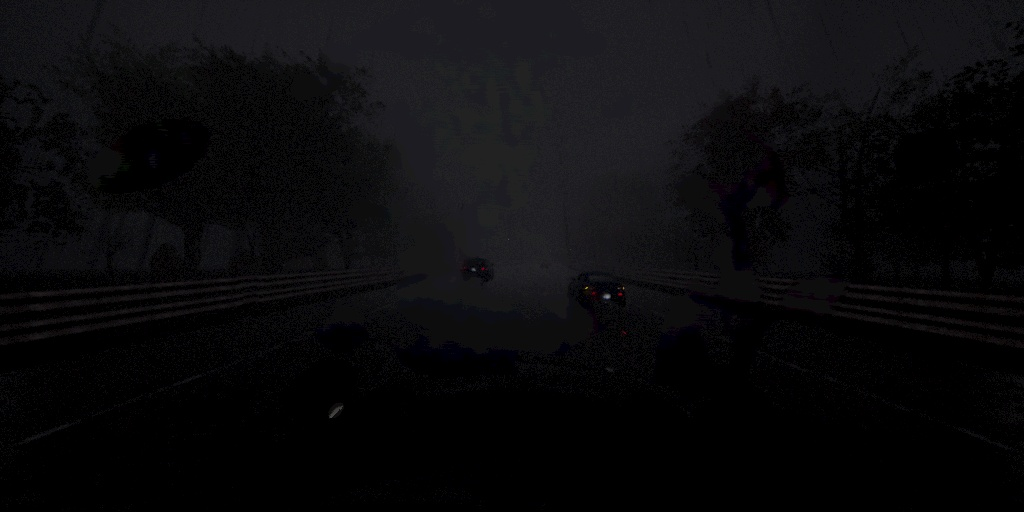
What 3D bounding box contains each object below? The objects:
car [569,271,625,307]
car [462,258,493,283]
[{"bbox_3d":[3.721,1.390,16.164,1.812,1.442,4.674,0,0,1],"label":"car"},{"bbox_3d":[-2.892,1.185,31.123,2.150,2.045,5.566,0,0,2],"label":"car"}]
